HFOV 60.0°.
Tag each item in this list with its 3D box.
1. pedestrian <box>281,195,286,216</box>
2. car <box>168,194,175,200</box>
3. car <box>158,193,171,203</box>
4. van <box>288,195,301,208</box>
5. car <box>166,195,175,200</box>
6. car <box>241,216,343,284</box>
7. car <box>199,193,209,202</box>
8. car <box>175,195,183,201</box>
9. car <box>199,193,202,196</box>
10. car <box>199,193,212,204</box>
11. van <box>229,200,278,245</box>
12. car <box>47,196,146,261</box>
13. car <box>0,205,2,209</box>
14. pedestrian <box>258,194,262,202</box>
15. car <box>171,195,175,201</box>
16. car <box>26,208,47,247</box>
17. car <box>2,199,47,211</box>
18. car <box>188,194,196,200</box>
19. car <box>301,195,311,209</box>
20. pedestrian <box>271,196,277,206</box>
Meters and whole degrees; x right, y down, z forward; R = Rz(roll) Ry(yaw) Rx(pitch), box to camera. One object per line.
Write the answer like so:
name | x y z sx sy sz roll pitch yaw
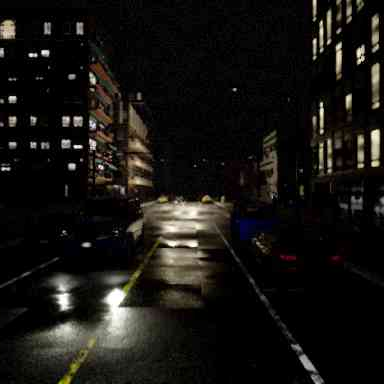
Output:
pedestrian | 8.131 1.183 29.593 0.375 1.860 0.375 0 0 0
car | -5.703 1.391 92.752 1.752 1.417 4.829 0 0 0
car | -5.698 1.410 65.056 1.752 1.417 4.829 0 0 0
van | 14.893 1.319 44.175 3.998 1.788 1.690 0 0 0
car | -5.702 1.418 87.383 2.008 1.369 4.403 0 0 0
car | 2.659 1.560 9.213 1.802 1.307 4.206 0 0 0
car | 2.682 1.190 76.306 2.192 1.841 5.009 0 0 0
car | -3.013 1.468 78.981 1.895 1.301 4.718 0 0 0
car | 2.681 1.461 70.768 1.802 1.307 4.206 0 0 0
car | 2.684 1.416 59.859 1.752 1.417 4.829 0 0 0
van | 2.659 1.306 14.902 1.690 1.788 3.998 0 0 0
car | -3.097 1.192 12.520 2.150 2.045 5.566 0 0 0
car | -22.964 1.380 35.697 4.829 1.417 1.752 0 0 0
pedestrian | 6.130 1.073 30.193 0.375 1.860 0.375 0 0 0
car | -5.699 1.189 76.304 2.192 1.841 5.009 0 0 0
car | -5.689 1.531 14.927 1.947 1.339 4.313 0 0 0
car | -17.471 1.447 35.710 4.206 1.307 1.802 0 0 0
car | -0.013 1.408 86.078 2.033 1.411 5.357 0 0 0
car | 14.917 1.272 35.796 5.009 1.841 2.192 0 0 0
pedestrian | 7.131 1.215 28.993 0.375 1.860 0.375 0 0 0
